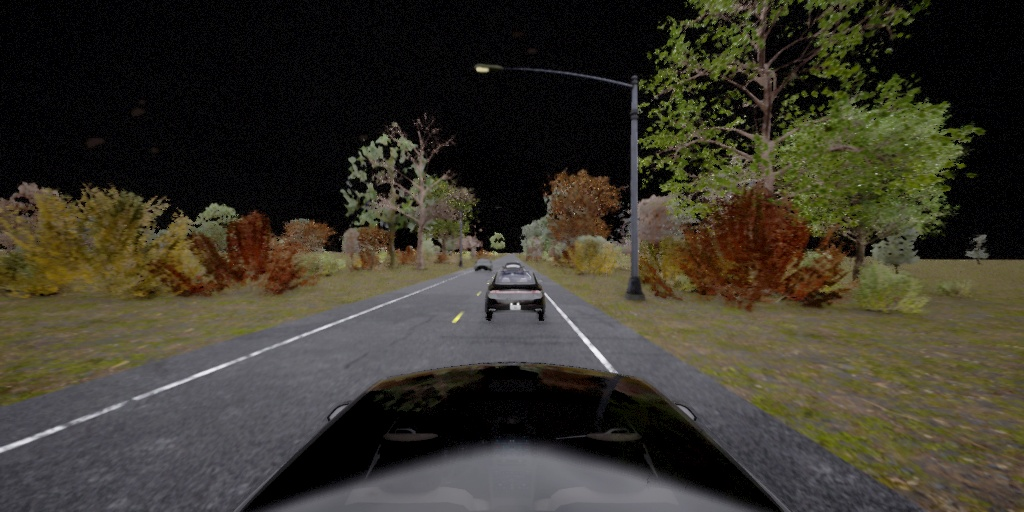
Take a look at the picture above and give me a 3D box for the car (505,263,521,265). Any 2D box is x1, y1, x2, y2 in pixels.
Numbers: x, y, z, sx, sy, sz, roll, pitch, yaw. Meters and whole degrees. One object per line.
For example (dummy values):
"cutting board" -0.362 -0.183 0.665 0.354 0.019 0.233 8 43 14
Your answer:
"car" 0.096 1.272 30.542 1.812 1.442 4.674 0 0 0

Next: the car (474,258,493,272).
"car" -3.523 1.086 45.078 2.097 1.767 4.553 0 0 0

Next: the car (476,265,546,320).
"car" 0.098 1.244 12.574 2.128 1.511 4.902 0 0 0
